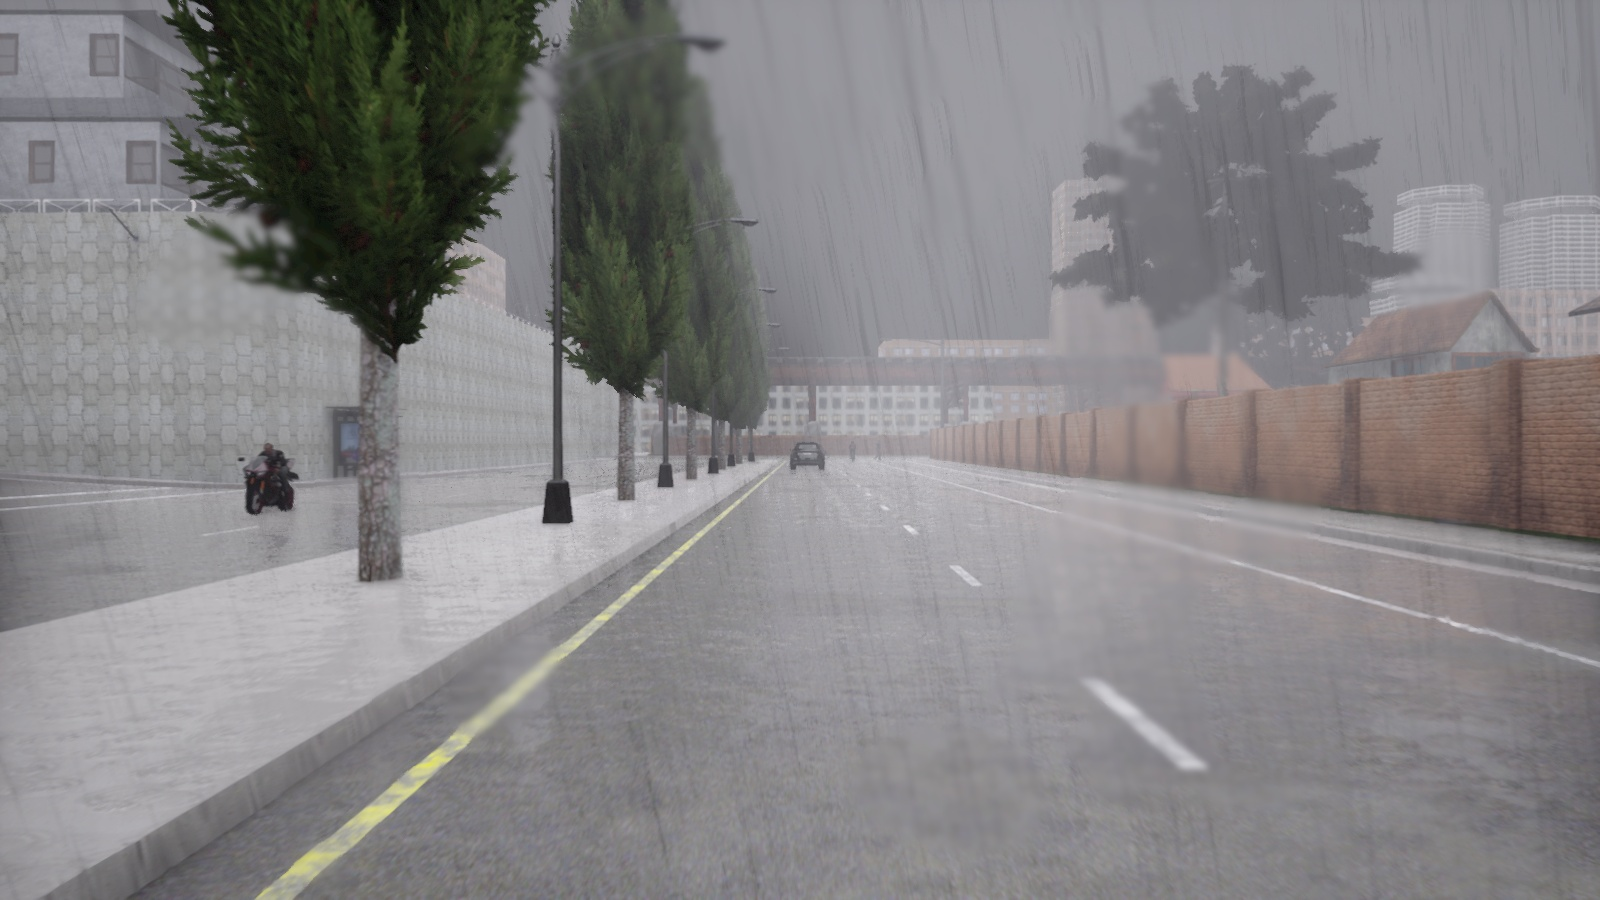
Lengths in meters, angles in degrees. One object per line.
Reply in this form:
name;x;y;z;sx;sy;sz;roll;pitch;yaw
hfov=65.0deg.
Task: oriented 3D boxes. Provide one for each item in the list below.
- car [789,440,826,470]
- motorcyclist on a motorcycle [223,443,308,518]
car;0.424;0.272;71.818;2.033;1.649;4.856;0;0;0
motorcyclist on a motorcycle;-11.333;0.608;26.698;0.866;1.530;2.191;0;0;0
